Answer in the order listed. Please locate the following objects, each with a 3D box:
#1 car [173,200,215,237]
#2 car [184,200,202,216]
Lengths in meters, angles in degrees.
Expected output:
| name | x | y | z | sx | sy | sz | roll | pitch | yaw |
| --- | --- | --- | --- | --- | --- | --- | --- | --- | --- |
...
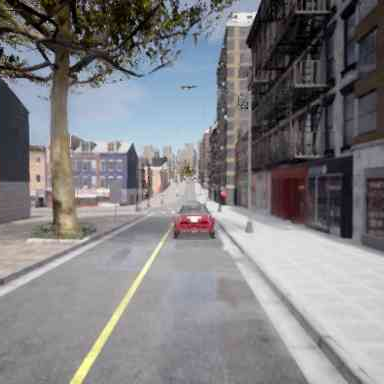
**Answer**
| name | x | y | z | sx | sy | sz | roll | pitch | yaw |
| --- | --- | --- | --- | --- | --- | --- | --- | --- | --- |
| car | 0.113 | 1.397 | 18.237 | 2.097 | 1.767 | 4.553 | 0 | 0 | 0 |
| car | 0.073 | 1.642 | 35.034 | 1.837 | 1.490 | 4.892 | 0 | 0 | -1 |
